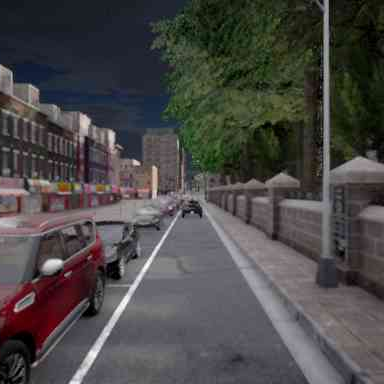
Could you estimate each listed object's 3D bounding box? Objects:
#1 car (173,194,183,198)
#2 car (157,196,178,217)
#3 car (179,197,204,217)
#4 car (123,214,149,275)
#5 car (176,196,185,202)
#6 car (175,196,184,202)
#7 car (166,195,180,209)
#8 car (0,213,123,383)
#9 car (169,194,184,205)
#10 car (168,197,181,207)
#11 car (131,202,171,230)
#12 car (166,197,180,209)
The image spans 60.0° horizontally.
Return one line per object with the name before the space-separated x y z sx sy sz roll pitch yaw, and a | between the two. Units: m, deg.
car | -2.633 1.291 41.632 2.192 1.841 5.009 0 0 0
car | -2.639 1.421 31.090 1.967 1.590 4.097 0 0 0
car | 0.020 1.486 30.715 1.837 1.490 4.892 0 0 0
car | -2.651 1.559 10.010 1.947 1.339 4.313 0 0 0
car | -2.616 1.522 76.644 1.947 1.339 4.313 0 0 0
car | -2.617 1.540 72.981 1.802 1.307 4.206 0 0 0
car | -2.636 1.418 36.361 1.967 1.590 4.097 0 0 0
car | -2.654 1.312 4.740 2.192 1.841 5.009 0 0 0
car | -2.624 1.282 57.443 2.192 1.841 5.009 0 0 0
car | -2.627 1.495 52.002 1.752 1.417 4.829 0 0 0
car | -2.645 1.538 20.550 2.008 1.369 4.403 0 0 0
car | -2.630 1.498 46.732 1.752 1.417 4.829 0 0 0
